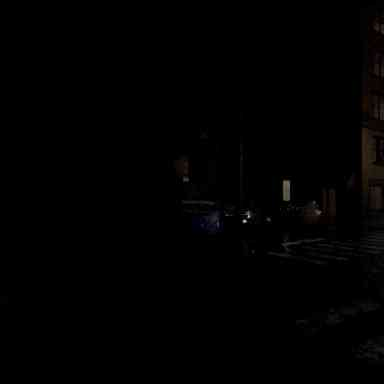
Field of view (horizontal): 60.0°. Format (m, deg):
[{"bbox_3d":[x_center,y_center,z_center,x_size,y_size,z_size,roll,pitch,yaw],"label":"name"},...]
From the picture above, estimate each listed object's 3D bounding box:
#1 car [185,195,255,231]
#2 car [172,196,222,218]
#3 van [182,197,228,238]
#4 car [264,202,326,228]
[{"bbox_3d":[1.321,1.214,20.172,2.150,2.045,5.566,0,0,-33],"label":"car"},{"bbox_3d":[0.370,1.291,31.538,2.192,1.841,5.009,0,0,-35],"label":"car"},{"bbox_3d":[-0.189,1.340,17.483,1.690,1.788,3.998,0,0,-35],"label":"van"},{"bbox_3d":[6.782,1.423,22.392,1.967,1.590,4.097,0,0,-35],"label":"car"}]
